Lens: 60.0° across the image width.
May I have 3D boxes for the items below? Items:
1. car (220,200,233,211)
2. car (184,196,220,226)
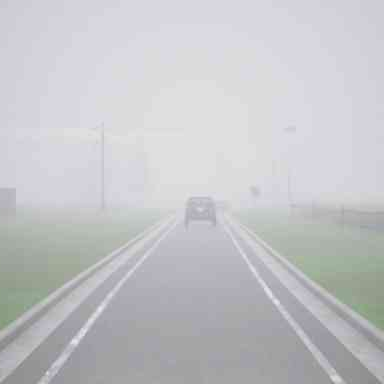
[{"bbox_3d":[3.894,1.653,42.933,1.994,1.385,4.181,0,0,22],"label":"car"},{"bbox_3d":[0.630,1.274,23.883,2.150,2.045,5.566,0,0,2],"label":"car"}]
